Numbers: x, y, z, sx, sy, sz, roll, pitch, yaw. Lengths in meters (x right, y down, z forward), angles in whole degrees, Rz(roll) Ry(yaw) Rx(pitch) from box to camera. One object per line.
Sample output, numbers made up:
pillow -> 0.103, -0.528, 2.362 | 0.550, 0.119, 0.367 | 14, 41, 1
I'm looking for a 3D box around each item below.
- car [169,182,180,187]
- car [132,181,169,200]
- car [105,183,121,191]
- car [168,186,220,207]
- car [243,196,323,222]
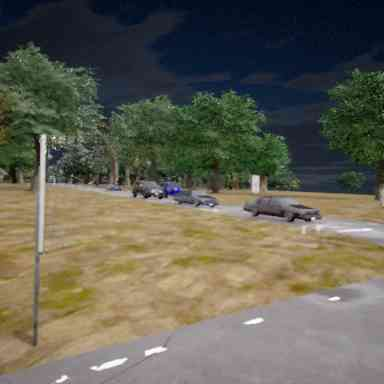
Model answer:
car -> -3.304, -0.256, 41.860 | 2.150, 2.045, 5.566 | 2, 2, -31
car -> -5.225, -0.265, 38.853 | 2.150, 2.045, 5.566 | 2, 1, -30
car -> -14.342, -0.877, 60.320 | 1.994, 1.385, 4.181 | 2, 2, -31
car -> 0.254, 0.538, 29.638 | 2.033, 1.411, 5.357 | 2, 2, -31
car -> 5.469, 0.986, 20.876 | 2.033, 1.411, 5.357 | 2, 2, -30
